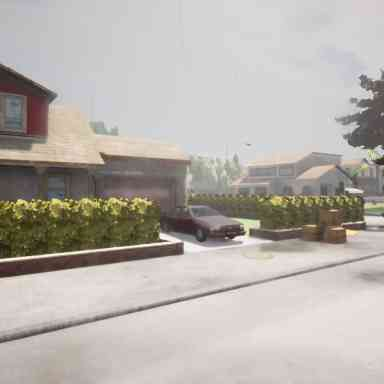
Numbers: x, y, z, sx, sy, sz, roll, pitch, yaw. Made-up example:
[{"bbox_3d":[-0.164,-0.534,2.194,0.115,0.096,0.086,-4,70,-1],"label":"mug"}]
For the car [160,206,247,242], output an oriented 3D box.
[{"bbox_3d":[0.137,1.356,15.506,2.033,1.415,5.357,0,0,-33],"label":"car"}]
